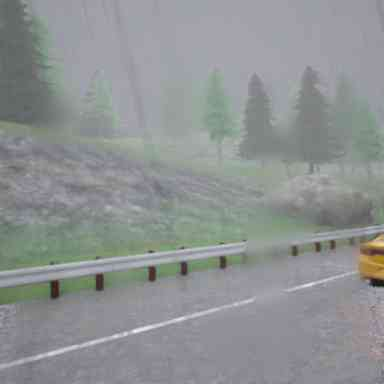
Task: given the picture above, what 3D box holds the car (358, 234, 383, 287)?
[{"bbox_3d":[6.033,1.479,8.125,5.008,1.535,1.882,0,0,-36],"label":"car"}]
